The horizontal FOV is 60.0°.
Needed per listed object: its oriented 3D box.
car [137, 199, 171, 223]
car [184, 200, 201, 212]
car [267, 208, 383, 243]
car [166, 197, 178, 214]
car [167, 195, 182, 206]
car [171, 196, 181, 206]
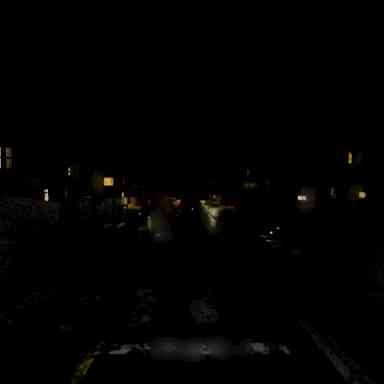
[{"bbox_3d":[-2.919,1.521,25.527,1.812,1.442,4.674,0,0,2],"label":"car"},{"bbox_3d":[0.067,1.619,39.759,1.895,1.301,4.718,0,0,0],"label":"car"},{"bbox_3d":[6.270,1.463,15.175,5.357,1.411,2.033,0,3,-1],"label":"car"},{"bbox_3d":[-2.876,1.573,35.069,1.994,1.385,4.181,0,0,1],"label":"car"},{"bbox_3d":[-2.862,1.408,55.280,2.097,1.767,4.553,0,0,0],"label":"car"},{"bbox_3d":[-2.884,1.507,44.352,1.882,1.535,5.008,0,0,0],"label":"car"}]
